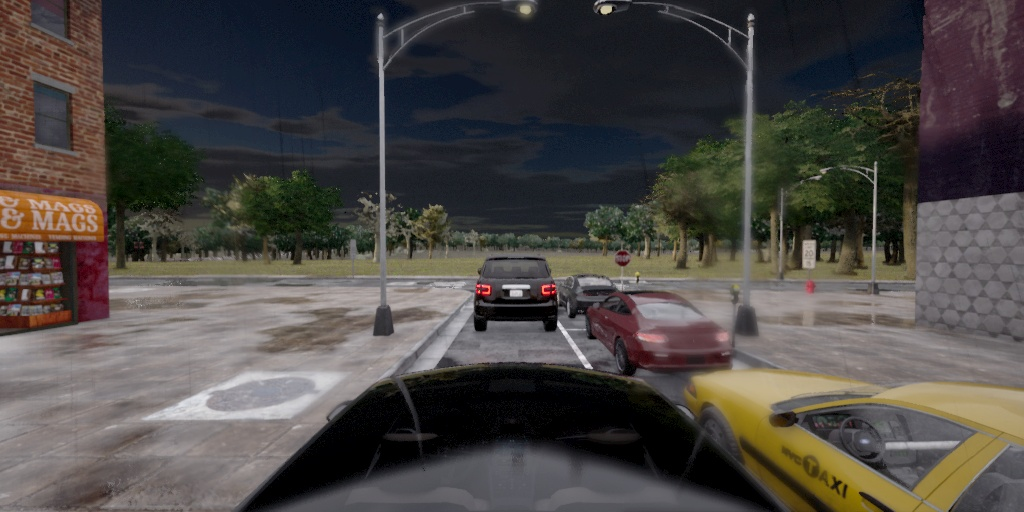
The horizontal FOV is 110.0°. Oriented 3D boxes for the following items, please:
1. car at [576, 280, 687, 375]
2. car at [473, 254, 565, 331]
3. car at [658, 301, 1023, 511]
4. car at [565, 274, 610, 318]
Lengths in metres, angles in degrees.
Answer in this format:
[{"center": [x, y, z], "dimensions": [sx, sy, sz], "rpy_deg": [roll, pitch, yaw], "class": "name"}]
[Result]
[{"center": [2.633, 1.328, 7.191], "dimensions": [1.802, 1.307, 4.207], "rpy_deg": [0, 0, 0], "class": "car"}, {"center": [0.083, 0.964, 11.051], "dimensions": [2.150, 2.045, 5.566], "rpy_deg": [0, 0, 0], "class": "car"}, {"center": [2.637, 1.275, 1.828], "dimensions": [1.751, 1.417, 4.829], "rpy_deg": [0, 0, 0], "class": "car"}, {"center": [2.629, 1.292, 12.723], "dimensions": [2.007, 1.370, 4.403], "rpy_deg": [0, 0, 0], "class": "car"}]
